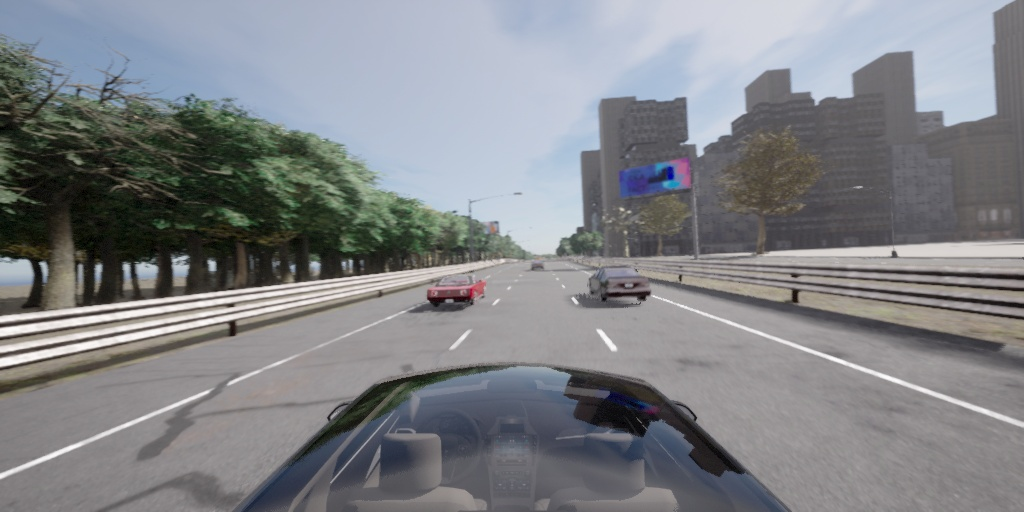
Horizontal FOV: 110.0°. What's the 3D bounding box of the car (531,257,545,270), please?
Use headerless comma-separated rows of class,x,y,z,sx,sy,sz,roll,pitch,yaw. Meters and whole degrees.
car,3.757,1.236,52.294,2.033,1.411,5.357,-3,0,5

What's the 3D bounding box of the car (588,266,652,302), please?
car,4.591,1.154,15.984,2.033,1.411,5.357,-3,0,4

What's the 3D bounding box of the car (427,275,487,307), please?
car,-2.364,1.522,16.679,1.895,1.301,4.718,-3,0,4
